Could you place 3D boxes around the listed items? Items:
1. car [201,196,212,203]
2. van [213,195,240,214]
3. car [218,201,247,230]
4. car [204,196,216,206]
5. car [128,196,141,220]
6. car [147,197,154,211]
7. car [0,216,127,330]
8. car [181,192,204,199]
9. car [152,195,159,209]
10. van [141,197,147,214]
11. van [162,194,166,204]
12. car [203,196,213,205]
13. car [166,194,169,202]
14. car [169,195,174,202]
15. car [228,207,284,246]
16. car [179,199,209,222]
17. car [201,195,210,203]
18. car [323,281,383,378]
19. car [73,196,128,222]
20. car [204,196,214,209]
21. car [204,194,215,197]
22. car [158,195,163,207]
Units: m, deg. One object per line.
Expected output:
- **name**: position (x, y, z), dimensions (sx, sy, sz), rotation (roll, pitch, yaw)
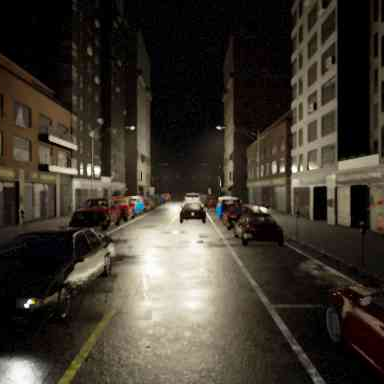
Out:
- **car**: position (2.855, 1.516, 65.654), dimensions (1.947, 1.339, 4.313), rotation (0, 0, 0)
- **van**: position (2.854, 1.302, 26.069), dimensions (1.690, 1.788, 3.998), rotation (0, 0, 0)
- **car**: position (2.855, 1.506, 20.414), dimensions (1.887, 1.381, 4.507), rotation (0, 0, 0)
- **car**: position (2.855, 1.481, 54.514), dimensions (1.752, 1.417, 4.829), rotation (0, 0, 0)
- **car**: position (-5.671, 1.276, 26.084), dimensions (2.192, 1.841, 5.009), rotation (0, 0, 0)
- **car**: position (-5.670, 1.542, 37.396), dimensions (1.802, 1.307, 4.206), rotation (0, 0, 0)
- **car**: position (-3.081, 1.527, 7.407), dimensions (2.033, 1.411, 5.357), rotation (0, 0, 0)
- **car**: position (0.093, 1.180, 43.345), dimensions (2.150, 2.045, 5.566), rotation (0, 0, 0)
- **car**: position (-5.671, 1.484, 42.883), dimensions (1.752, 1.417, 4.829), rotation (0, 0, 0)
- **van**: position (-5.671, 1.302, 31.741), dimensions (1.690, 1.788, 3.998), rotation (0, 0, 0)
- **van**: position (-5.671, 1.296, 54.366), dimensions (1.690, 1.788, 3.998), rotation (0, 0, 0)
- **car**: position (2.855, 1.478, 60.169), dimensions (1.752, 1.417, 4.829), rotation (0, 0, 0)
- **car**: position (-5.670, 1.497, 60.024), dimensions (1.887, 1.381, 4.507), rotation (0, 0, 0)
- **car**: position (-5.671, 1.262, 71.337), dimensions (2.192, 1.841, 5.009), rotation (0, 0, 0)
- **car**: position (2.856, 1.547, 14.760), dimensions (1.802, 1.307, 4.206), rotation (0, 0, 0)
- **car**: position (0.065, 1.525, 25.551), dimensions (1.994, 1.385, 4.181), rotation (0, 0, 0)
- **car**: position (2.855, 1.472, 71.479), dimensions (1.752, 1.417, 4.829), rotation (0, 0, 0)
- **car**: position (2.857, 1.572, 3.454), dimensions (1.802, 1.307, 4.206), rotation (0, 0, 0)
- **car**: position (-5.670, 1.276, 20.427), dimensions (2.192, 1.841, 5.009), rotation (0, 0, 0)
- **car**: position (2.855, 1.541, 43.034), dimensions (1.802, 1.307, 4.206), rotation (0, 0, 0)
- **car**: position (2.855, 1.272, 48.689), dimensions (2.192, 1.841, 5.009), rotation (0, 0, 0)
- **car**: position (-5.670, 1.539, 48.710), dimensions (1.802, 1.307, 4.206), rotation (0, 0, 0)
